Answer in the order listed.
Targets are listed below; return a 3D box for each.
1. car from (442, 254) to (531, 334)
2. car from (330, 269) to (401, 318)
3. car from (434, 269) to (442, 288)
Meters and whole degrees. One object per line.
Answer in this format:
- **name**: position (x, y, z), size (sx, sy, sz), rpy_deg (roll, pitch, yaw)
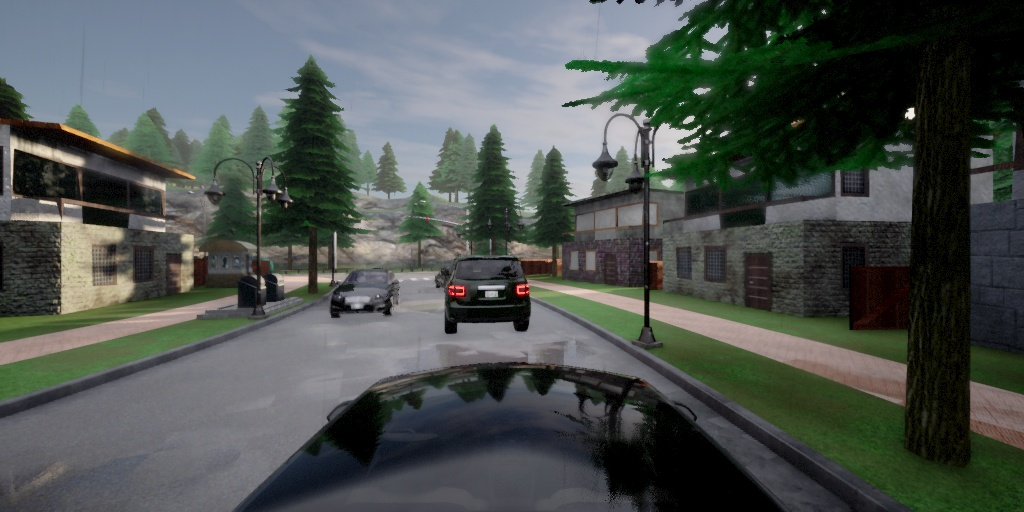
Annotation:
- **car**: position (-0.937, 0.971, 10.895), size (2.150, 2.045, 5.566), rpy_deg (0, 0, -10)
- **car**: position (-5.189, 1.242, 13.168), size (2.128, 1.511, 4.902), rpy_deg (0, 0, -13)
- **car**: position (-3.324, 1.297, 21.098), size (2.033, 1.411, 5.357), rpy_deg (0, 0, -21)
